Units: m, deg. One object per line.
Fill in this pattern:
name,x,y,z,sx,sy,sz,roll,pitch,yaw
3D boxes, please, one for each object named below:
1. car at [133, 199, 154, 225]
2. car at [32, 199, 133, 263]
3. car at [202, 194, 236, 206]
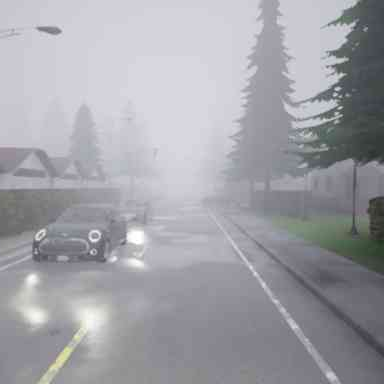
car,-3.607,1.210,21.634,2.128,1.511,4.902,1,1,0
car,-3.603,1.223,11.501,2.097,1.767,4.553,1,1,0
car,3.499,0.999,42.474,4.902,1.511,2.128,0,0,-37
